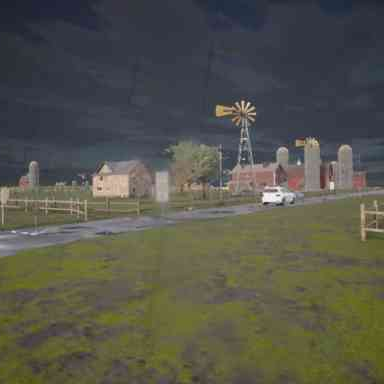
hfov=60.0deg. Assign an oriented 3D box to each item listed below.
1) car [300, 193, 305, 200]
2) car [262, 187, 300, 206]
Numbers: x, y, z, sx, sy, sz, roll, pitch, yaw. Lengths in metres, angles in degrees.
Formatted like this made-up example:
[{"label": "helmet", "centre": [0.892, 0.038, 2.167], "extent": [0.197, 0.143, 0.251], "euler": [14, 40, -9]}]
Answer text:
[{"label": "car", "centre": [15.119, 0.611, 49.157], "extent": [1.994, 1.385, 4.181], "euler": [-1, 1, 36]}, {"label": "car", "centre": [9.733, 0.487, 37.046], "extent": [2.150, 2.045, 5.566], "euler": [-1, 1, 36]}]
